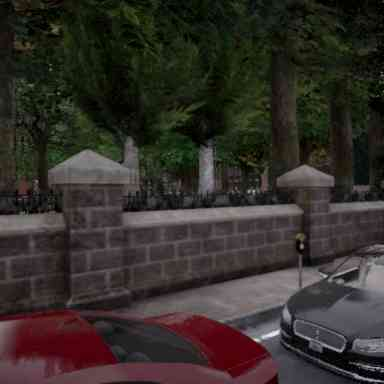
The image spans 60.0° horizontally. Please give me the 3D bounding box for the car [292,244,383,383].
[{"bbox_3d":[3.205,1.540,5.102,4.403,1.369,2.008,0,0,-35],"label":"car"}]

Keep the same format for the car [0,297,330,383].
[{"bbox_3d":[-1.427,1.545,1.799,4.507,1.381,1.887,0,0,-35],"label":"car"}]
